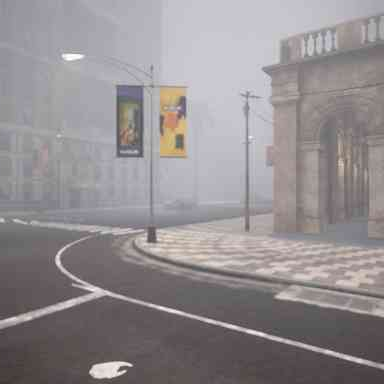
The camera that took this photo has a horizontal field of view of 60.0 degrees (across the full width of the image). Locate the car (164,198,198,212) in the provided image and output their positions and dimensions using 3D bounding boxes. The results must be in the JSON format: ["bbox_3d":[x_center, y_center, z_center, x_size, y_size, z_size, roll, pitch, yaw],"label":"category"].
[{"bbox_3d":[-1.366,1.541,39.516,1.812,1.442,4.674,0,0,35],"label":"car"}]

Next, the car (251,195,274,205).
[{"bbox_3d":[12.790,1.617,59.116,1.895,1.301,4.718,0,0,36],"label":"car"}]

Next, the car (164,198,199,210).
[{"bbox_3d":[-1.336,1.566,45.606,2.033,1.411,5.357,0,0,36],"label":"car"}]

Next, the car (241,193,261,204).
[{"bbox_3d":[11.349,1.224,63.065,2.150,2.045,5.566,0,0,36],"label":"car"}]
